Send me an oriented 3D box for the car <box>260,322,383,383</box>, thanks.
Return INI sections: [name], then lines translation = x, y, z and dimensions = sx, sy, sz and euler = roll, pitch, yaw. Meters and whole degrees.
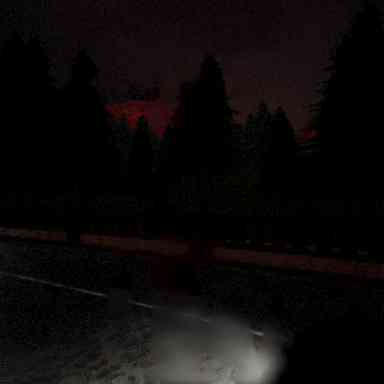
[car]
translation = 3.015, 1.538, 1.733
dimensions = 5.357, 1.411, 2.033
euler = 0, 0, 36
